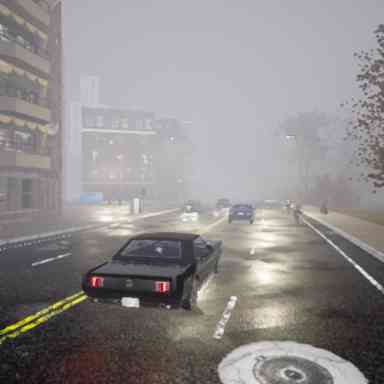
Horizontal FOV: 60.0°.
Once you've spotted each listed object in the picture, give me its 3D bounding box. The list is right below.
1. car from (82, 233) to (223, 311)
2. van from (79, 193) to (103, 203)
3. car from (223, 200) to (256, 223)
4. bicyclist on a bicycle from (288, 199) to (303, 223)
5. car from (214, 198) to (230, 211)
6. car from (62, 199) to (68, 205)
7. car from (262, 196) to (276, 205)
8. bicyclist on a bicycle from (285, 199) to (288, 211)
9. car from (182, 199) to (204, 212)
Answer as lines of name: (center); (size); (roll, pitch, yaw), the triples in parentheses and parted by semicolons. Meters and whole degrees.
car: (-0.497, 1.620, 7.895); (1.895, 1.301, 4.718); (0, 0, 15)
van: (-17.615, 1.060, 58.555); (3.998, 1.788, 1.690); (1, -1, -18)
car: (3.947, 1.599, 26.033); (2.033, 1.411, 5.357); (0, 0, 13)
bicyclist on a bicycle: (7.728, 1.476, 24.421); (0.866, 1.612, 1.509); (0, 0, 13)
car: (4.050, 1.591, 42.343); (1.837, 1.490, 4.892); (0, -1, 12)
car: (-20.503, 1.264, 48.815); (4.206, 1.307, 1.802); (1, -1, -18)
car: (14.385, 1.694, 61.186); (1.895, 1.301, 4.718); (0, 0, 10)
bicyclist on a bicycle: (9.906, 1.507, 34.187); (0.582, 1.620, 1.656); (0, 0, 12)
car: (0.138, 1.581, 39.610); (2.128, 1.511, 4.902); (0, 0, 12)
